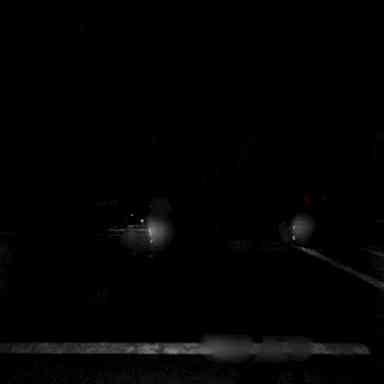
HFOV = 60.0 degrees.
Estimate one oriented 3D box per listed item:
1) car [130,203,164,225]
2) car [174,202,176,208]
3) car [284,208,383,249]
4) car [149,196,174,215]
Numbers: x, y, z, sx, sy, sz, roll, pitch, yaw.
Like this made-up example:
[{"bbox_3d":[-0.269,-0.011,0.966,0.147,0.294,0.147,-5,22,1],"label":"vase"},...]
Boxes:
[{"bbox_3d":[-3.585,1.778,26.145,1.895,1.301,4.718,0,0,0],"label":"car"},{"bbox_3d":[-3.550,1.947,51.272,1.895,1.301,4.718,0,0,0],"label":"car"},{"bbox_3d":[6.393,1.465,14.416,4.553,1.767,2.097,0,-1,6],"label":"car"},{"bbox_3d":[-3.572,1.480,37.859,2.150,2.045,5.566,0,-1,0],"label":"car"}]
